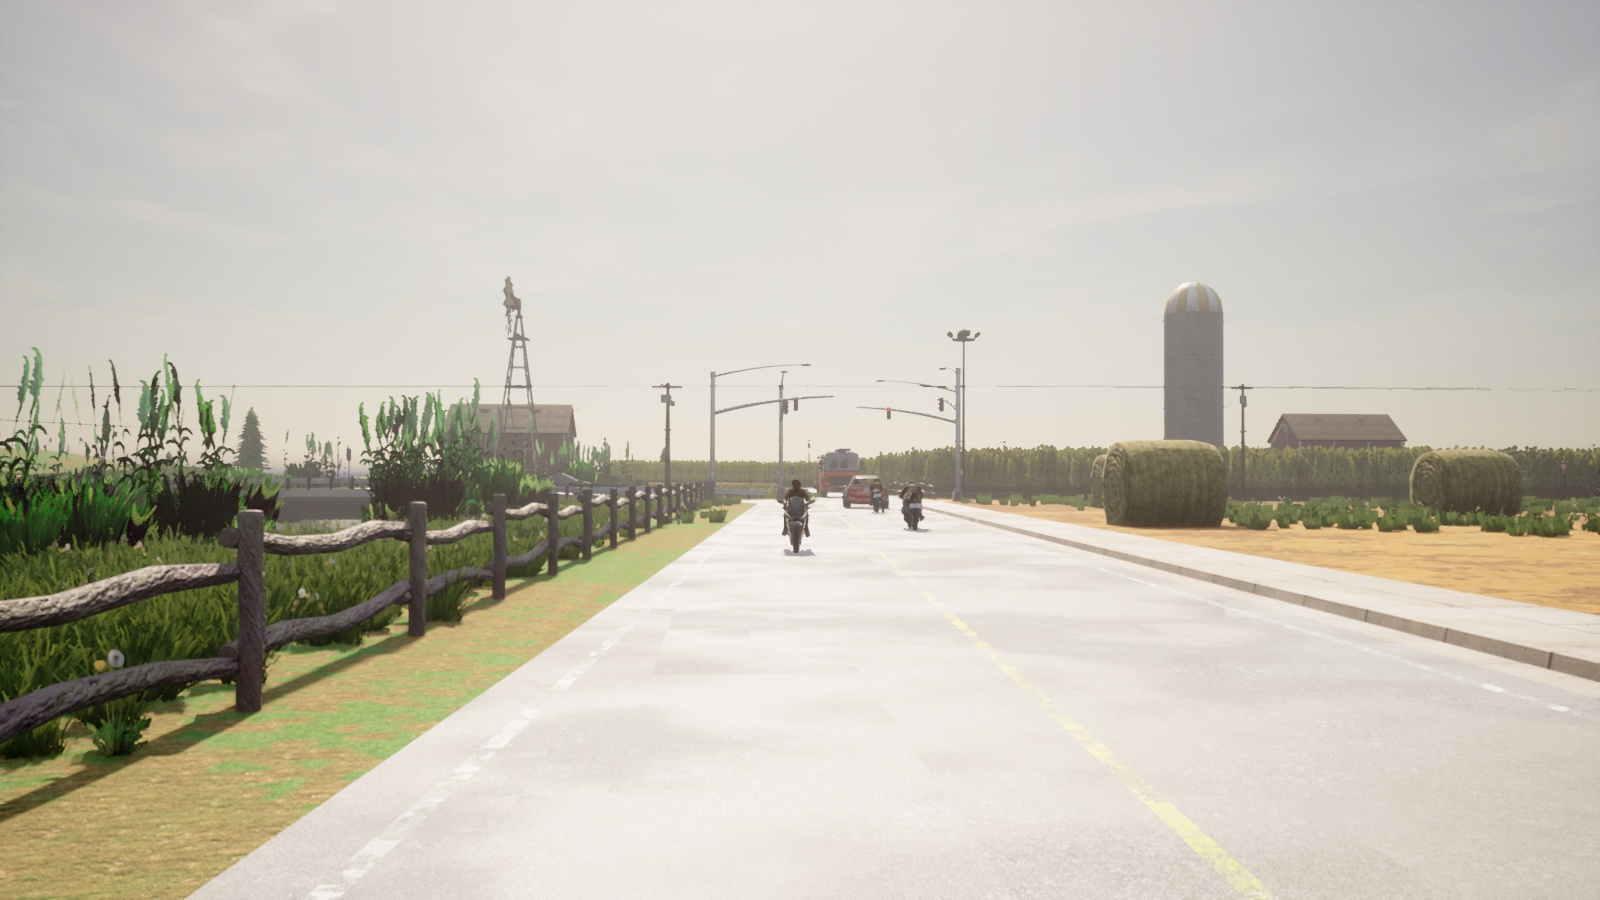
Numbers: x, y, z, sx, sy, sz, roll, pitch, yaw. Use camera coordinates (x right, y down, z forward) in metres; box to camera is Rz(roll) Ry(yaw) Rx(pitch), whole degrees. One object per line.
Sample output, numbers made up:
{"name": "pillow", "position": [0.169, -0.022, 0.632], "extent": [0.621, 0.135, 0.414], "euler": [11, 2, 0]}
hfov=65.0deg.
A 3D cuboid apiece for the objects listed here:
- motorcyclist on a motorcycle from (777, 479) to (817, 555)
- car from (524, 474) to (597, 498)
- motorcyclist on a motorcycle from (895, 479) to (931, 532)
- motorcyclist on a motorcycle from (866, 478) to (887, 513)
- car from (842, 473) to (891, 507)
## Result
{"name": "motorcyclist on a motorcycle", "position": [-0.067, 1.364, 26.101], "extent": [0.797, 1.523, 2.044], "euler": [0, -1, 0]}
{"name": "car", "position": [-15.364, 2.303, 80.720], "extent": [4.181, 1.385, 1.994], "euler": [2, -1, 3]}
{"name": "motorcyclist on a motorcycle", "position": [3.404, 1.658, 38.001], "extent": [0.866, 1.530, 2.191], "euler": [0, -1, 0]}
{"name": "motorcyclist on a motorcycle", "position": [3.360, 1.972, 55.119], "extent": [0.797, 1.523, 2.044], "euler": [0, -1, 0]}
{"name": "car", "position": [3.340, 2.025, 64.058], "extent": [2.242, 1.667, 4.611], "euler": [0, -1, 0]}
